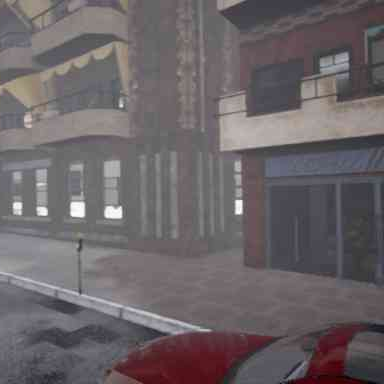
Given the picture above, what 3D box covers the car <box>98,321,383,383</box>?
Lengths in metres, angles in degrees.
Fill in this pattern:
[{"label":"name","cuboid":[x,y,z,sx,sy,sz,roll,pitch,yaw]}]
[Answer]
[{"label":"car","cuboid":[1.110,1.583,2.100,4.206,1.307,1.802,0,-1,36]}]
